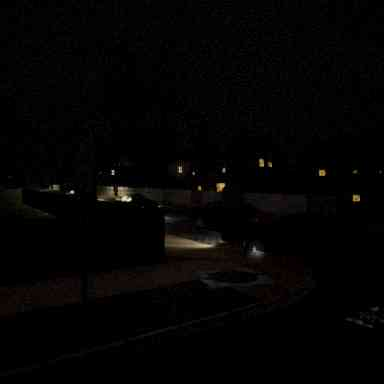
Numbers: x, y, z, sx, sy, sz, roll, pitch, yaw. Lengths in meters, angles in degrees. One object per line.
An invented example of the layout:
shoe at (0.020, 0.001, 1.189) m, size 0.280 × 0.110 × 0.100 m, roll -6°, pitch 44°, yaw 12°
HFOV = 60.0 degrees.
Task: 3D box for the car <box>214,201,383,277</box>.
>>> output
car at (3.534, 1.370, 10.092) m, size 5.357 × 1.411 × 2.033 m, roll 7°, pitch 6°, yaw 38°

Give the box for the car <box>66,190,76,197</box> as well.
car at (-12.890, 0.421, 37.904) m, size 2.033 × 1.411 × 5.357 m, roll 0°, pitch 2°, yaw -35°

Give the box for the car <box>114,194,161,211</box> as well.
car at (-4.327, 0.874, 25.575) m, size 2.033 × 1.411 × 5.357 m, roll 0°, pitch 2°, yaw -35°

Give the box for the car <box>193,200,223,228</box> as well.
car at (2.100, 1.141, 16.495) m, size 1.882 × 1.535 × 5.008 m, roll 0°, pitch 2°, yaw -37°
